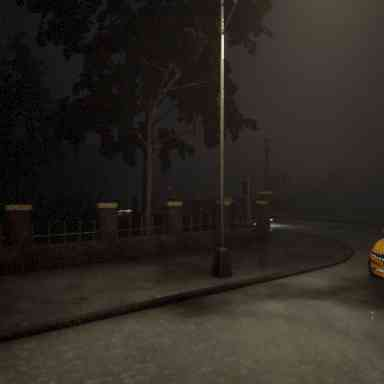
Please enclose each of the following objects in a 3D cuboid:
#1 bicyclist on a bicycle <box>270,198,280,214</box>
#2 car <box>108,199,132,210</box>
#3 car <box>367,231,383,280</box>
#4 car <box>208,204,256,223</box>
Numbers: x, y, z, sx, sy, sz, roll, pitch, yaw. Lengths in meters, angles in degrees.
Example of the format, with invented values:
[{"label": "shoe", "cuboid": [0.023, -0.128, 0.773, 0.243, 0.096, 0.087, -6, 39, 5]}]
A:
[{"label": "bicyclist on a bicycle", "cuboid": [8.019, 1.367, 32.544, 1.656, 1.620, 0.582, 0, 0, -36]}, {"label": "car", "cuboid": [-9.314, 1.577, 42.504, 1.994, 1.385, 4.181, 0, 0, -35]}, {"label": "car", "cuboid": [6.567, 1.485, 9.087, 5.008, 1.535, 1.882, 0, 1, -44]}, {"label": "car", "cuboid": [3.065, 1.576, 25.037, 1.994, 1.385, 4.181, 0, 0, -36]}]
